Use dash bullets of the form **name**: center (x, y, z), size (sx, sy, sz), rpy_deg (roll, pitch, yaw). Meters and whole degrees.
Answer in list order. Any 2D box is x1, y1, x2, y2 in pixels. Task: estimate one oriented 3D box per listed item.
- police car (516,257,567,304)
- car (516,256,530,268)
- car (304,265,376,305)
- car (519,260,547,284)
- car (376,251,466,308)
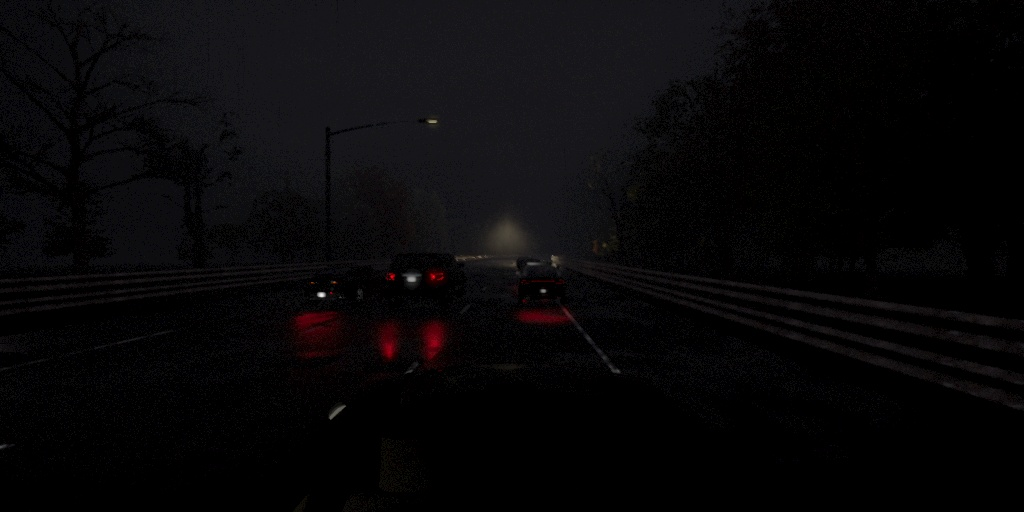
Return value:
- **police car**: center (1.197, 1.034, 15.660), size (1.930, 1.638, 5.238), rpy_deg (0, 1, 1)
- **car**: center (1.602, 0.752, 50.535), size (1.882, 1.535, 5.008), rpy_deg (0, 1, 4)
- **car**: center (-6.743, 1.111, 15.188), size (1.837, 1.490, 4.892), rpy_deg (0, 1, 1)
- **car**: center (1.451, 1.038, 25.422), size (1.812, 1.442, 4.674), rpy_deg (0, 1, 2)
- **car**: center (-3.260, 0.837, 14.511), size (2.150, 2.045, 5.566), rpy_deg (0, 1, 1)
